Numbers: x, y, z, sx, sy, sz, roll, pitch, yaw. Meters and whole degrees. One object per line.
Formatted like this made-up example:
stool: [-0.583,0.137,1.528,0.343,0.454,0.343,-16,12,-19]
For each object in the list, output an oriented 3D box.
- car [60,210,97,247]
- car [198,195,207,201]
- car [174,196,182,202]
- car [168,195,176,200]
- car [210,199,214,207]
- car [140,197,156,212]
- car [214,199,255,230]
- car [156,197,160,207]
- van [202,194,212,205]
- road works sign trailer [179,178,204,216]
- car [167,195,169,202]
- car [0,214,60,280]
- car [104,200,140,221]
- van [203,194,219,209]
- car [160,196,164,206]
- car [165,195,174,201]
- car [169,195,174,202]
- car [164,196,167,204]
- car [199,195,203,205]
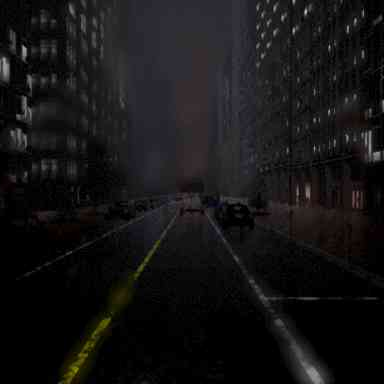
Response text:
car: [-5.698,1.522,15.123,1.752,1.417,4.829,-1,0,0]
car: [2.683,1.536,83.496,2.008,1.369,4.403,-1,0,0]
car: [-3.000,1.533,76.695,1.895,1.301,4.718,0,0,0]
car: [-5.697,1.565,94.863,1.802,1.307,4.206,-1,0,0]
car: [2.683,1.520,26.830,1.752,1.417,4.829,-1,0,0]
car: [-5.698,1.544,38.027,2.008,1.369,4.403,-1,0,0]
car: [2.682,1.436,20.977,1.967,1.590,4.097,-1,0,0]
car: [-5.697,1.558,43.711,1.947,1.339,4.313,-1,0,0]
van: [2.681,1.331,60.762,1.690,1.788,3.998,-1,0,0]
road works sign trailer: [-0.001,0.447,32.086,2.380,3.560,2.880,-1,0,0]
car: [-5.697,1.572,60.762,1.802,1.307,4.206,-1,0,0]
car: [-5.699,1.438,9.609,1.967,1.590,4.097,-1,0,0]
car: [-5.699,1.435,26.660,1.967,1.590,4.097,-1,0,0]
van: [2.681,1.333,43.711,1.690,1.788,3.998,-1,0,0]
car: [-5.697,1.536,49.395,1.887,1.381,4.507,-1,0,0]
car: [-5.697,1.536,83.496,2.008,1.369,4.403,-1,0,0]
car: [-5.698,1.538,72.129,2.008,1.369,4.403,-1,0,0]
car: [-5.698,1.541,55.078,2.008,1.369,4.403,-1,0,0]
car: [2.681,1.306,55.078,2.192,1.841,5.009,-1,0,0]
